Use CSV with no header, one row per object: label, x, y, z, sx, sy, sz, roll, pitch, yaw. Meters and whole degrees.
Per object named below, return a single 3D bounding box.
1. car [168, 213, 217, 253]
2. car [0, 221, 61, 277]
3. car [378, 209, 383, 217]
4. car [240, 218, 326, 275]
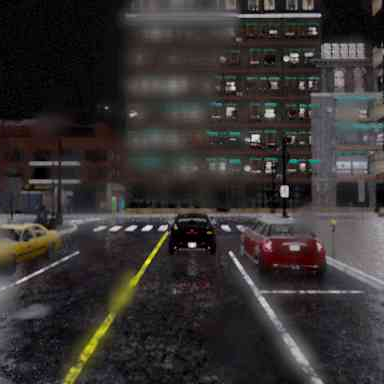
car,0.018,1.653,14.311,1.837,1.490,4.892,0,0,0
car,-5.806,1.634,10.664,1.752,1.417,4.829,1,-1,0
car,17.666,1.548,26.762,4.829,1.417,1.752,-1,-1,1
car,2.760,1.551,10.883,1.967,1.590,4.097,1,-1,0
